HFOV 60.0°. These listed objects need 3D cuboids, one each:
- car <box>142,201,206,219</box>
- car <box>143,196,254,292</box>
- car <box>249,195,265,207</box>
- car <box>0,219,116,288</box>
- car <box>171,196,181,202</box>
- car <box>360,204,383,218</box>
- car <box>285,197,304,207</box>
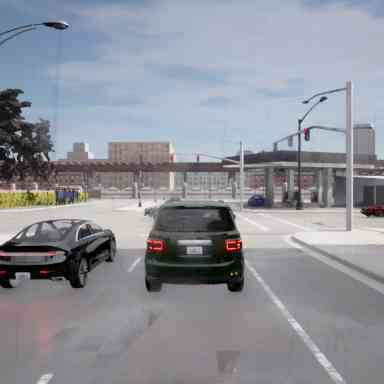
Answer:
[{"bbox_3d":[-1.488,1.547,29.036,5.357,1.411,2.033,0,0,0],"label":"car"},{"bbox_3d":[0.069,1.221,9.112,2.150,2.045,5.566,0,0,0],"label":"car"},{"bbox_3d":[9.624,1.295,49.301,2.242,1.667,4.611,0,0,0],"label":"car"},{"bbox_3d":[-3.436,1.492,9.194,2.128,1.511,4.902,0,0,0],"label":"car"},{"bbox_3d":[-3.630,1.552,74.542,1.994,1.385,4.181,0,0,0],"label":"car"},{"bbox_3d":[17.476,1.601,29.265,4.718,1.301,1.895,0,0,-1],"label":"car"},{"bbox_3d":[15.368,1.456,50.073,1.970,1.475,3.806,0,0,0],"label":"car"}]
